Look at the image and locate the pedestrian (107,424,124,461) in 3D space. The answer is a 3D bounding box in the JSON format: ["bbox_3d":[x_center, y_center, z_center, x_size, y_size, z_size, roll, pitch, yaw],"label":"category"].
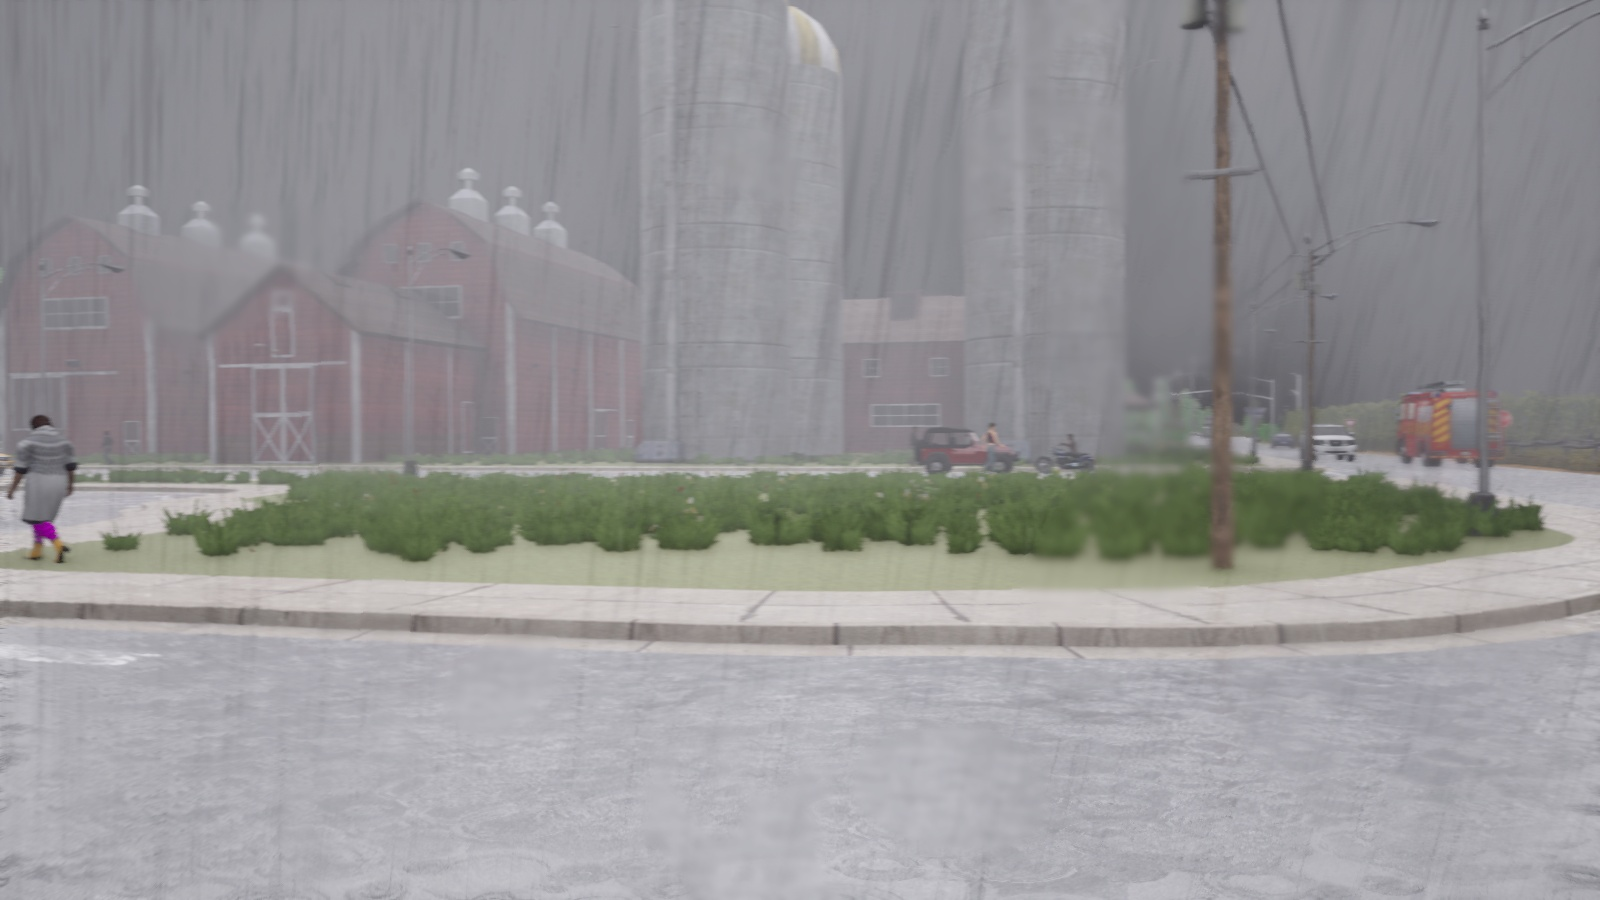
[{"bbox_3d":[-35.669,-0.406,65.453,0.666,1.930,0.402,0,1,10],"label":"pedestrian"}]

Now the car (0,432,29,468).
[{"bbox_3d":[-38.292,-0.023,57.481,5.366,1.575,1.801,0,1,13],"label":"car"}]

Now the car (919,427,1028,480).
[{"bbox_3d":[6.479,0.109,46.774,3.866,1.878,1.905,0,1,13],"label":"car"}]

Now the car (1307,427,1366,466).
[{"bbox_3d":[29.404,-0.198,68.992,2.150,2.045,5.566,0,1,14],"label":"car"}]

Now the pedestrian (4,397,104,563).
[{"bbox_3d":[-9.043,0.345,15.226,0.873,1.952,0.659,1,1,26],"label":"pedestrian"}]

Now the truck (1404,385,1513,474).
[{"bbox_3d":[30.315,-0.934,58.182,2.891,3.827,8.468,0,1,17],"label":"truck"}]

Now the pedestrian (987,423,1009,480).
[{"bbox_3d":[6.366,0.053,40.440,0.594,1.836,0.345,0,1,-21],"label":"pedestrian"}]

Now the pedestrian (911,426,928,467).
[{"bbox_3d":[5.292,-0.153,55.585,0.703,1.840,0.431,0,1,8],"label":"pedestrian"}]

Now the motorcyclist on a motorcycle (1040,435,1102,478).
[{"bbox_3d":[10.649,0.241,49.386,2.350,1.649,0.766,0,1,13],"label":"motorcyclist on a motorcycle"}]
